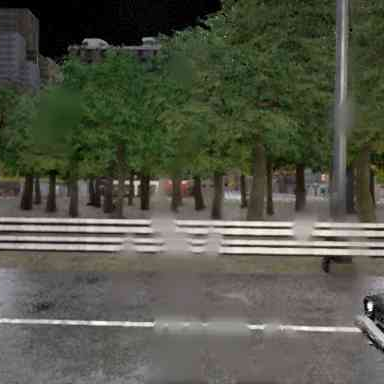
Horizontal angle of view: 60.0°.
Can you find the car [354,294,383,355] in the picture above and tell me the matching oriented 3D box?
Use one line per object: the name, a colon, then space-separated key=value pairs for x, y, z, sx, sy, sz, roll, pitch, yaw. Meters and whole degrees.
car: x=4.440 y=1.622 z=3.562 sx=4.718 sy=1.301 sz=1.895 roll=1 pitch=1 yaw=2
